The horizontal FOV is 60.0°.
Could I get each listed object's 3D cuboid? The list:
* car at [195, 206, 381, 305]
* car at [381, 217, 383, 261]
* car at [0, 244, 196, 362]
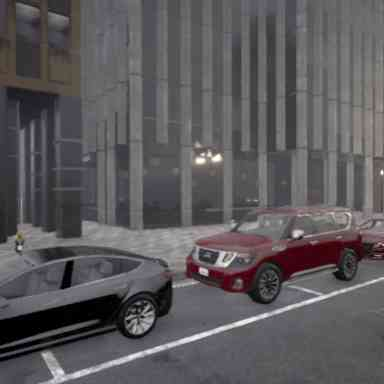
[{"bbox_3d":[2.289,1.313,8.286,5.009,1.841,2.192,0,0,-36],"label":"car"},{"bbox_3d":[6.879,1.542,11.560,4.507,1.381,1.887,0,0,-36],"label":"car"},{"bbox_3d":[-2.298,1.566,5.012,4.313,1.339,1.947,0,0,-36],"label":"car"}]
